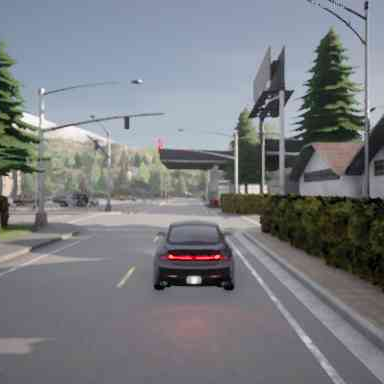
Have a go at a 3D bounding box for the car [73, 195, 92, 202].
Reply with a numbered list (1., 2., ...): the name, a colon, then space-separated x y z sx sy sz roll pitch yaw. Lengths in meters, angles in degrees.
1. car: -24.044 1.516 73.233 3.633 1.501 1.845 0 0 -1

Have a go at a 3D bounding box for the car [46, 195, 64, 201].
1. car: -35.107 1.613 85.160 3.806 1.475 1.970 0 0 -1

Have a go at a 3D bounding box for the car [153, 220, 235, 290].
1. car: 0.058 1.530 9.123 1.837 1.490 4.892 0 0 0

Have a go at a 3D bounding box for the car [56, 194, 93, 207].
1. car: -16.776 1.205 47.541 3.866 1.878 1.905 0 0 -1

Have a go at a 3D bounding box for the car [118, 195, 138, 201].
1. car: -16.440 1.559 85.125 5.027 1.636 2.152 0 0 -1

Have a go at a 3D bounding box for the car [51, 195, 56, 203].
1. car: -24.026 1.468 63.241 4.514 1.523 2.007 0 0 -1

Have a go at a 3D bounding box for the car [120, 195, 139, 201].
1. car: -16.511 1.576 88.261 4.514 1.523 2.007 0 0 -1

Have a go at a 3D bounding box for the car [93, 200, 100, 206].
1. car: -16.185 1.498 50.868 3.806 1.475 1.970 0 0 -1

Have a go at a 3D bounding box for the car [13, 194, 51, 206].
1. car: -24.664 1.234 50.781 4.605 1.855 1.932 0 0 -1
